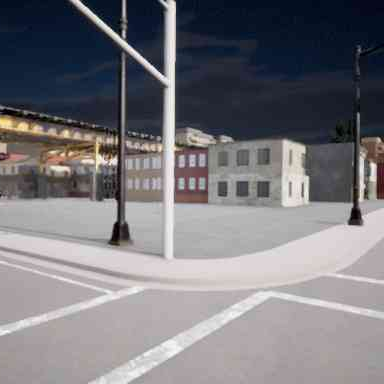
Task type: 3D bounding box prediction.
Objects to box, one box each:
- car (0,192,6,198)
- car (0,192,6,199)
[{"bbox_3d":[-38.785,0.572,67.064,1.853,1.218,4.536,1,0,-23],"label":"car"},{"bbox_3d":[-38.765,0.730,67.017,2.038,1.542,4.974,1,0,-23],"label":"car"}]
